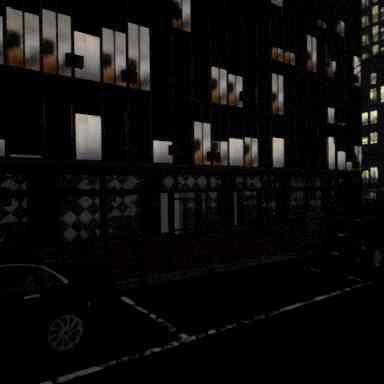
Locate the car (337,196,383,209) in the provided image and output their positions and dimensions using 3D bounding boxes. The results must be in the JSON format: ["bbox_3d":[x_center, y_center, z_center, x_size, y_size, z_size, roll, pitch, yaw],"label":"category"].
[{"bbox_3d":[20.576,1.263,40.861,1.752,1.417,4.829,-1,1,-35],"label":"car"}]

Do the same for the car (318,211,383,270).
[{"bbox_3d":[5.985,1.538,11.006,4.507,1.381,1.887,0,-1,-35],"label":"car"}]

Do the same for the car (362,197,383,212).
[{"bbox_3d":[18.231,1.472,34.134,1.895,1.301,4.718,-1,1,-35],"label":"car"}]

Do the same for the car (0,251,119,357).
[{"bbox_3d":[-3.189,1.551,4.427,4.403,1.369,2.008,0,-1,-35],"label":"car"}]
